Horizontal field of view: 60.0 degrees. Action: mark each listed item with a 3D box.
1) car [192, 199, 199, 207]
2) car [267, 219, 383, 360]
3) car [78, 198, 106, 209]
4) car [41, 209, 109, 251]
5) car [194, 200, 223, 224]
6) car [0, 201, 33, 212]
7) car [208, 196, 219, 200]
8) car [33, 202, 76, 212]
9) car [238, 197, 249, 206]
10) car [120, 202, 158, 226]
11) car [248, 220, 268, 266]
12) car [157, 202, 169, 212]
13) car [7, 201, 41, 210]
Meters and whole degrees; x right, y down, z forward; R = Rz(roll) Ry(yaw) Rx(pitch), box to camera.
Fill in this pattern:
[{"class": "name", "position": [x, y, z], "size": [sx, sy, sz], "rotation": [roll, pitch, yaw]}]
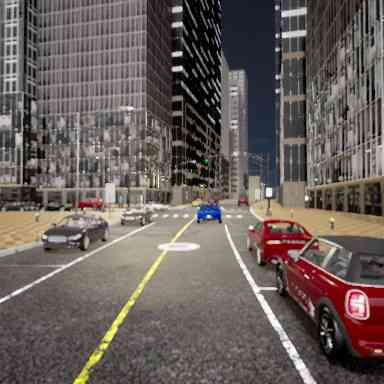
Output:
[{"class": "car", "position": [1.090, 2.025, 62.166], "size": [1.752, 1.417, 4.829], "rotation": [1, 0, 12]}, {"class": "car", "position": [2.806, 1.479, 5.970], "size": [1.967, 1.590, 4.097], "rotation": [1, 0, 2]}, {"class": "car", "position": [-15.204, 1.837, 49.221], "size": [5.009, 1.841, 2.192], "rotation": [0, -1, 13]}, {"class": "car", "position": [-4.899, 1.651, 14.508], "size": [2.008, 1.369, 4.403], "rotation": [1, 0, 3]}, {"class": "car", "position": [1.467, 1.662, 26.993], "size": [1.882, 1.535, 5.008], "rotation": [0, 0, 5]}, {"class": "car", "position": [-22.449, 1.915, 42.831], "size": [4.403, 1.369, 2.008], "rotation": [0, -1, 13]}, {"class": "car", "position": [5.068, 1.977, 78.410], "size": [2.192, 1.841, 5.009], "rotation": [1, 0, 14]}, {"class": "car", "position": [-17.007, 1.892, 41.546], "size": [4.313, 1.339, 1.947], "rotation": [0, -1, 13]}, {"class": "car", "position": [10.005, 1.812, 64.732], "size": [2.192, 1.841, 5.009], "rotation": [1, 0, 13]}, {"class": "car", "position": [-4.159, 1.730, 25.299], "size": [2.008, 1.369, 4.403], "rotation": [1, 0, 5]}, {"class": "car", "position": [2.991, 1.620, 11.609], "size": [1.887, 1.381, 4.507], "rotation": [1, 0, 3]}, {"class": "car", "position": [-5.500, 1.971, 43.695], "size": [4.718, 1.301, 1.895], "rotation": [-1, -2, 29]}, {"class": "car", "position": [-26.093, 2.150, 51.785], "size": [4.403, 1.369, 2.008], "rotation": [0, -1, 13]}]
